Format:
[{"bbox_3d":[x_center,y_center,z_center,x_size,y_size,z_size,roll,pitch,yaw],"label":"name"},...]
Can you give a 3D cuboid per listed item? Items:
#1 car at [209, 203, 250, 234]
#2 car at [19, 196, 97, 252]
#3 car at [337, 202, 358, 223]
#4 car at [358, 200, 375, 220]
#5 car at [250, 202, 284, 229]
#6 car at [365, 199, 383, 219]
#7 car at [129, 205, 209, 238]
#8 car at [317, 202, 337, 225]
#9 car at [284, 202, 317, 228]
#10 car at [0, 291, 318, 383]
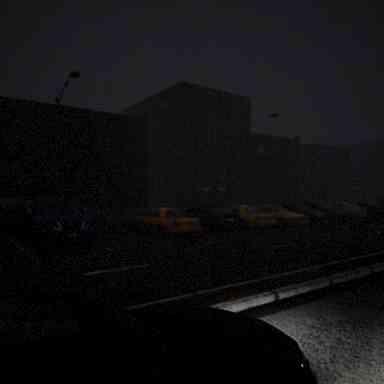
[{"bbox_3d":[0.700,1.517,19.310,2.163,1.488,4.792,0,0,-36],"label":"car"},{"bbox_3d":[-5.981,1.232,14.435,2.435,2.045,5.566,0,0,-36],"label":"car"},{"bbox_3d":[9.701,1.541,25.690,2.163,1.488,4.792,0,0,-36],"label":"car"},{"bbox_3d":[11.898,1.561,27.296,2.002,1.452,4.674,0,0,-36],"label":"car"},{"bbox_3d":[2.847,1.488,21.046,1.946,1.575,5.366,0,0,-36],"label":"car"},{"bbox_3d":[14.151,1.560,28.949,2.163,1.488,4.792,0,0,-36],"label":"car"},{"bbox_3d":[-1.631,1.482,17.827,1.946,1.575,5.366,0,0,-36],"label":"car"},{"bbox_3d":[7.460,1.533,24.086,2.163,1.488,4.792,0,0,-36],"label":"car"},{"bbox_3d":[5.309,1.494,22.354,1.946,1.575,5.366,0,0,-36],"label":"car"},{"bbox_3d":[-1.034,1.526,2.395,4.674,1.442,1.812,0,0,-35],"label":"car"}]
